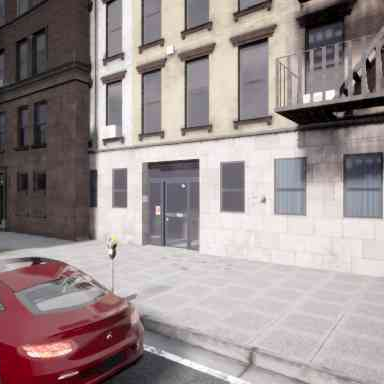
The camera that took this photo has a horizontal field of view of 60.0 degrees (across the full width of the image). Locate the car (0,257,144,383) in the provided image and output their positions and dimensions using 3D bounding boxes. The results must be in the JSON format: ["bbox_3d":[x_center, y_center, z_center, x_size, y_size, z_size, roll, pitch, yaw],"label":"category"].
[{"bbox_3d":[-2.504,1.582,4.596,4.206,1.307,1.802,0,0,36],"label":"car"}]
